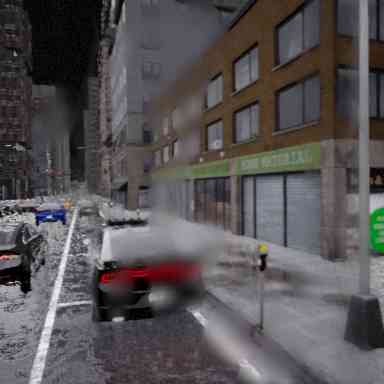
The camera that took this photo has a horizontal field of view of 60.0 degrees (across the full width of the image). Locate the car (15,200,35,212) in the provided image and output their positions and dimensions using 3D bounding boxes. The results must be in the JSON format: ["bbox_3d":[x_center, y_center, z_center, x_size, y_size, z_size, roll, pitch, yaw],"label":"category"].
[{"bbox_3d":[-17.662,1.592,36.551,1.882,1.535,5.008,-1,0,-18],"label":"car"}]

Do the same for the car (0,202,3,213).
[{"bbox_3d":[-17.559,1.593,27.724,1.967,1.590,4.097,-2,1,-19],"label":"car"}]

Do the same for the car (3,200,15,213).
[{"bbox_3d":[-19.313,1.724,32.942,1.947,1.339,4.313,-2,1,-19],"label":"car"}]

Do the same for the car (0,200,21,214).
[{"bbox_3d":[-21.071,1.715,38.159,2.008,1.369,4.403,-2,1,-19],"label":"car"}]

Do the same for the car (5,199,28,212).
[{"bbox_3d":[-22.828,1.715,43.377,1.887,1.381,4.507,-2,1,-19],"label":"car"}]

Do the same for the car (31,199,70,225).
[{"bbox_3d":[-10.187,1.524,24.238,1.882,1.535,5.008,-1,0,-19],"label":"car"}]

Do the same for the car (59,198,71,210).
[{"bbox_3d":[-15.419,1.521,39.460,1.801,1.575,5.366,-1,0,-19],"label":"car"}]

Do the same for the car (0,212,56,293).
[{"bbox_3d":[-4.925,1.526,8.610,2.128,1.511,4.902,-1,0,-19],"label":"car"}]

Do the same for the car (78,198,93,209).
[{"bbox_3d":[-14.750,1.569,46.097,1.887,1.381,4.507,-2,1,-19],"label":"car"}]

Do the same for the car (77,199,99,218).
[{"bbox_3d":[-9.478,1.572,30.446,1.947,1.339,4.313,-2,1,-19],"label":"car"}]

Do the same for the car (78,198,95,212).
[{"bbox_3d":[-12.993,1.563,40.880,1.887,1.381,4.507,-2,1,-19],"label":"car"}]

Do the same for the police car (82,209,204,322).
[{"bbox_3d":[-1.355,1.404,7.516,1.930,1.638,5.238,-1,0,-19],"label":"police car"}]
